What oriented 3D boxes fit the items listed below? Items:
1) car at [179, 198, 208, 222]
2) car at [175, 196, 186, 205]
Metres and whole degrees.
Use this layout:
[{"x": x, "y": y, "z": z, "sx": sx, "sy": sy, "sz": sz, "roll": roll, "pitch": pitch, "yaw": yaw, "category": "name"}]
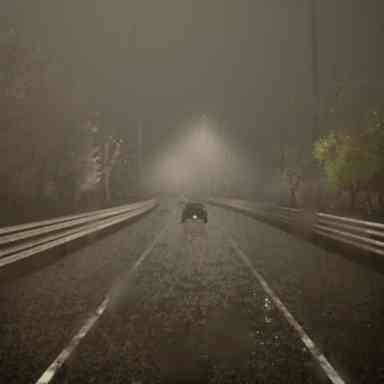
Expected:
[{"x": 0.168, "y": 1.510, "z": 26.228, "sx": 1.837, "sy": 1.490, "sz": 4.892, "roll": 1, "pitch": 0, "yaw": -1, "category": "car"}, {"x": -1.813, "y": 1.483, "z": 59.383, "sx": 1.812, "sy": 1.442, "sz": 4.674, "roll": 1, "pitch": 0, "yaw": -6, "category": "car"}]
